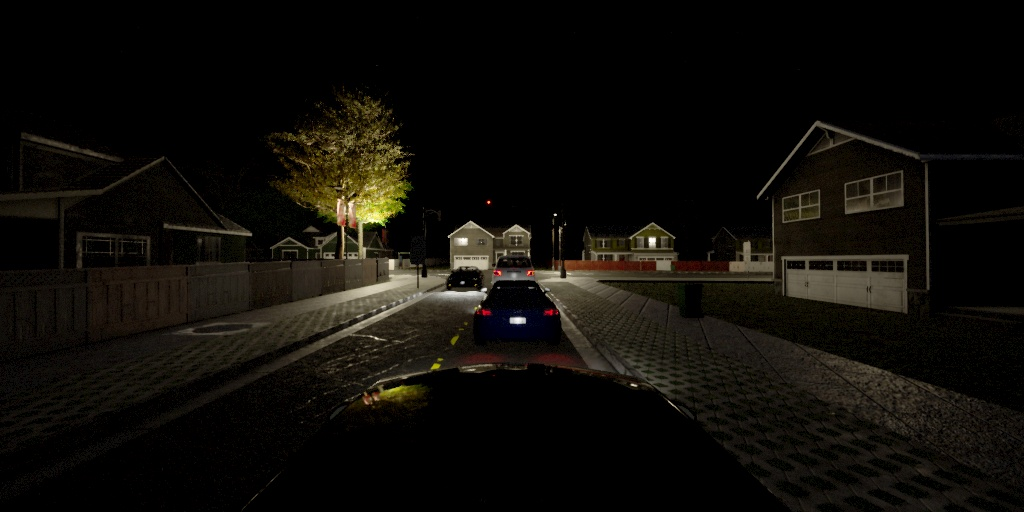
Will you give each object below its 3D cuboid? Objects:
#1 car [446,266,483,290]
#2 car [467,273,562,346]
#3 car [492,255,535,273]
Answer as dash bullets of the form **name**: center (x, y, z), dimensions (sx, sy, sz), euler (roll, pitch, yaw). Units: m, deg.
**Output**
- **car**: center (-2.764, 1.318, 22.051), dimensions (1.994, 1.385, 4.181), euler (0, 0, 0)
- **car**: center (0.105, 1.315, 9.480), dimensions (1.994, 1.385, 4.181), euler (0, 0, 0)
- **car**: center (0.099, 0.975, 19.442), dimensions (2.150, 2.045, 5.566), euler (0, 0, 0)
